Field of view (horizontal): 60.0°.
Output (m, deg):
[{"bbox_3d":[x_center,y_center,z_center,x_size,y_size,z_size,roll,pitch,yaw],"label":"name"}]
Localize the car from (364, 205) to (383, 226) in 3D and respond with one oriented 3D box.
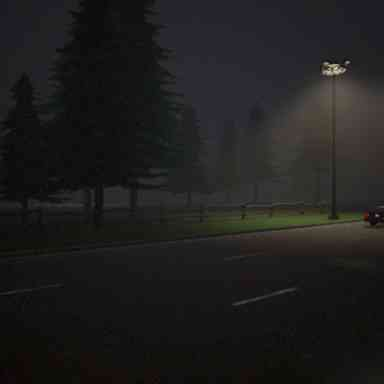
[{"bbox_3d":[13.573,1.528,22.138,5.357,1.411,2.033,0,0,-35],"label":"car"}]
